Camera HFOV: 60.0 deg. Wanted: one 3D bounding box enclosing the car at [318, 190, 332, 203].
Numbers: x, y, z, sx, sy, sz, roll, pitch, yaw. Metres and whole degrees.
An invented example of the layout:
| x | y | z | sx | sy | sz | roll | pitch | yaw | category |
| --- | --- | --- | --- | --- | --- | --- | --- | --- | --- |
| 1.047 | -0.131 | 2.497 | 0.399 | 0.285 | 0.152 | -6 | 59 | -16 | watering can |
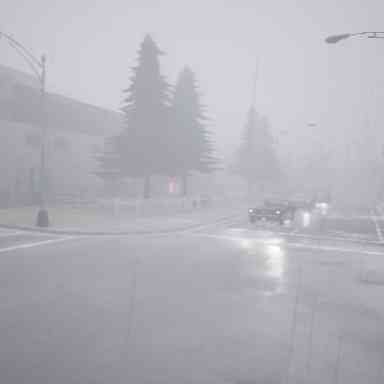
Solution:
| x | y | z | sx | sy | sz | roll | pitch | yaw | category |
| --- | --- | --- | --- | --- | --- | --- | --- | --- | --- |
| 16.552 | 0.497 | 42.104 | 2.128 | 1.511 | 4.902 | 2 | 2 | 27 | car |

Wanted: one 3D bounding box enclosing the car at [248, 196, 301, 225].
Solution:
| x | y | z | sx | sy | sz | roll | pitch | yaw | category |
| --- | --- | --- | --- | --- | --- | --- | --- | --- | --- |
| 4.818 | 1.081 | 19.542 | 1.895 | 1.301 | 4.718 | 2 | 2 | 27 | car |

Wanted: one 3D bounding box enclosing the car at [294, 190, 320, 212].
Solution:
| x | y | z | sx | sy | sz | roll | pitch | yaw | category |
| --- | --- | --- | --- | --- | --- | --- | --- | --- | --- |
| 9.505 | 0.813 | 28.618 | 1.812 | 1.442 | 4.674 | 2 | 2 | 28 | car |
